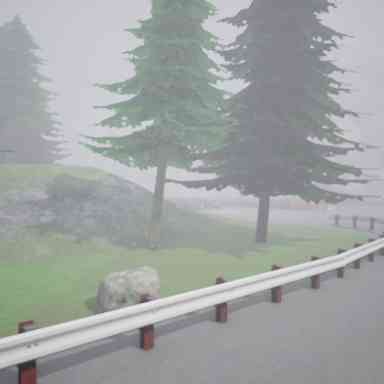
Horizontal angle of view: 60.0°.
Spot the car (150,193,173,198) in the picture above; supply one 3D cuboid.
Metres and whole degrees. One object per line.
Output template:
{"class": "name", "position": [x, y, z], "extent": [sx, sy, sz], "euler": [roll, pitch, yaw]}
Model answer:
{"class": "car", "position": [-7.031, 1.082, 82.114], "extent": [5.566, 2.045, 2.150], "euler": [1, 1, 38]}

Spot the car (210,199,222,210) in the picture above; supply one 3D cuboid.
{"class": "car", "position": [1.657, 1.572, 43.985], "extent": [4.892, 1.490, 1.837], "euler": [1, 0, 38]}

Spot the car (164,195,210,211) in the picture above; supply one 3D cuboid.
{"class": "car", "position": [-0.687, 1.546, 41.374], "extent": [4.902, 1.511, 2.128], "euler": [1, 0, 38]}
